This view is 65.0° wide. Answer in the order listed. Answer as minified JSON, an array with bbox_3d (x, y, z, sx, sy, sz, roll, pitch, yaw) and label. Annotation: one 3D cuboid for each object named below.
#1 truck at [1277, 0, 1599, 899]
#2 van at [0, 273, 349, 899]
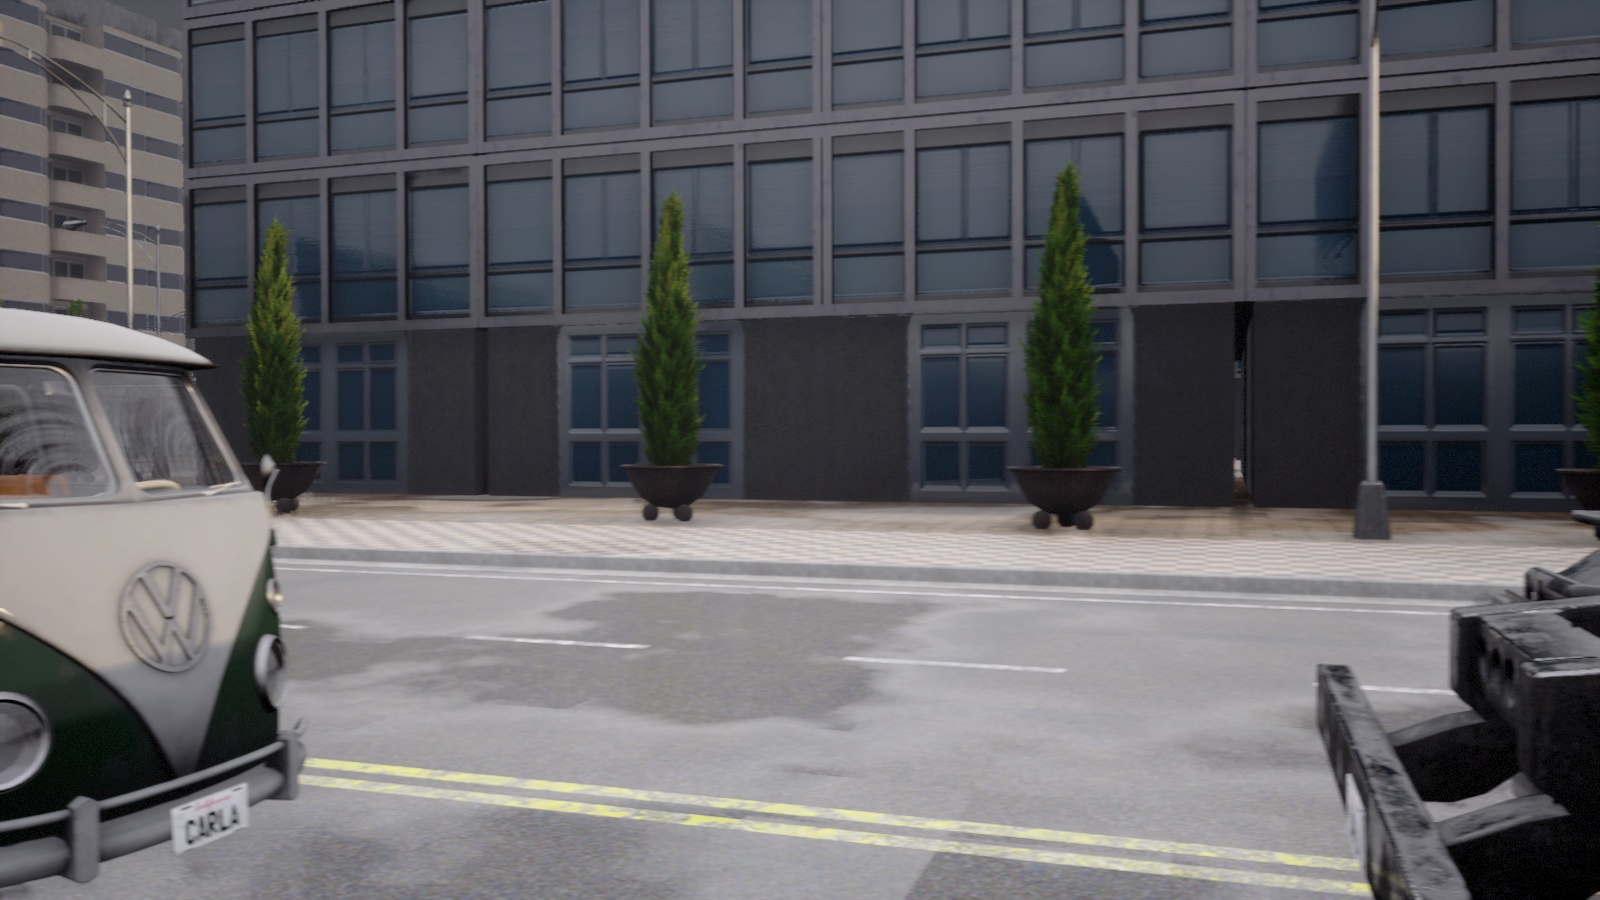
[{"bbox_3d":[4.899,-0.161,1.531,7.936,3.462,2.891,1,1,19],"label":"truck"},{"bbox_3d":[-4.073,0.489,4.560,4.442,1.987,1.775,1,1,19],"label":"van"}]
